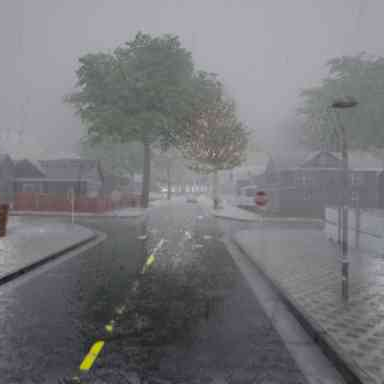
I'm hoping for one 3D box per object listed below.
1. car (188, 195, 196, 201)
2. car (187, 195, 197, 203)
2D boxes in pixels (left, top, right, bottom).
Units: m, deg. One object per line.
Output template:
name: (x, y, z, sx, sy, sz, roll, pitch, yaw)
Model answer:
car: (0.015, 1.330, 77.112, 1.812, 1.442, 4.674, 0, 0, 0)
car: (0.013, 1.538, 67.105, 1.994, 1.385, 4.181, 0, 0, 0)
